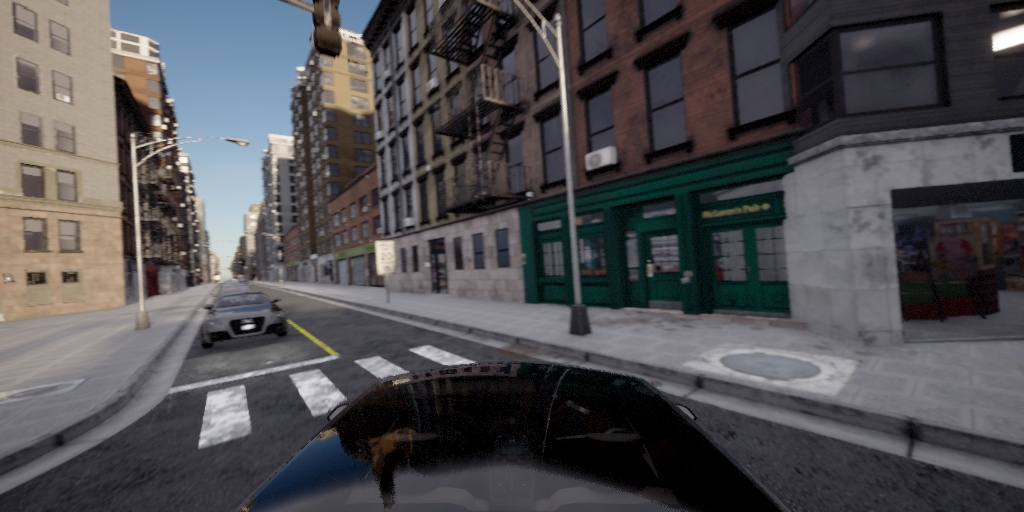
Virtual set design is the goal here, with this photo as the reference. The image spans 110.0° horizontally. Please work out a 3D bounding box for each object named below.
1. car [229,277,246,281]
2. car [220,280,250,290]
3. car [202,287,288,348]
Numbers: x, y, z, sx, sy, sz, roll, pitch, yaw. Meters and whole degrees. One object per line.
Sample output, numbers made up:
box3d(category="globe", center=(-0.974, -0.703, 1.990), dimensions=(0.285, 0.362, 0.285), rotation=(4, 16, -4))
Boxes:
box3d(category="car", center=(-29.325, 3.269, 37.558), dimensions=(1.812, 1.442, 4.674), rotation=(-3, -1, -38))
box3d(category="car", center=(-15.852, 2.339, 20.581), dimensions=(2.033, 1.411, 5.357), rotation=(-3, 0, -39))
box3d(category="car", center=(-8.568, 1.867, 11.483), dimensions=(1.994, 1.385, 4.181), rotation=(-3, 0, -39))
